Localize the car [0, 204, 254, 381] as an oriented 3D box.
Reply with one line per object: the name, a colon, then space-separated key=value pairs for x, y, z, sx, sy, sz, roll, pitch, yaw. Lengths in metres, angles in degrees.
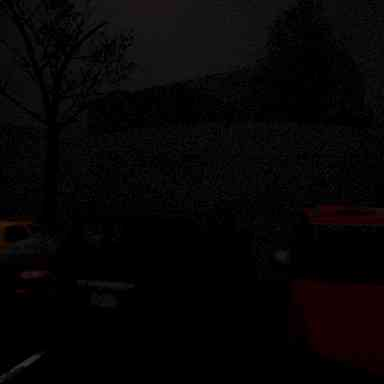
car: x=-0.187 y=1.230 z=5.955 sx=2.435 sy=2.045 sz=5.566 roll=0 pitch=-1 yaw=15

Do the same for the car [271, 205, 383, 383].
car: x=2.262 y=1.232 z=4.158 sx=2.435 sy=2.045 sz=5.566 roll=1 pitch=-1 yaw=15
